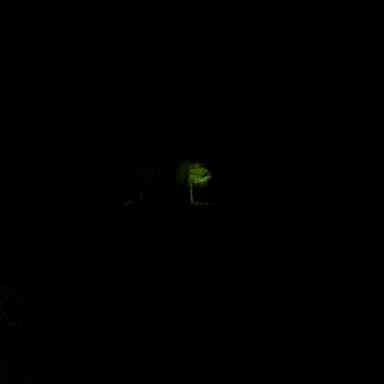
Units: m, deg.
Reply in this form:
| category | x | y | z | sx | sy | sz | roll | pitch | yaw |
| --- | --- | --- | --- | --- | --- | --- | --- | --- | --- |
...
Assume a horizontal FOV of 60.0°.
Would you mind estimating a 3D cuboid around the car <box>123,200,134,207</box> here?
| category | x | y | z | sx | sy | sz | roll | pitch | yaw |
| --- | --- | --- | --- | --- | --- | --- | --- | --- | --- |
| car | -13.593 | 2.248 | 65.679 | 1.812 | 1.442 | 4.674 | -2 | -2 | 38 |
